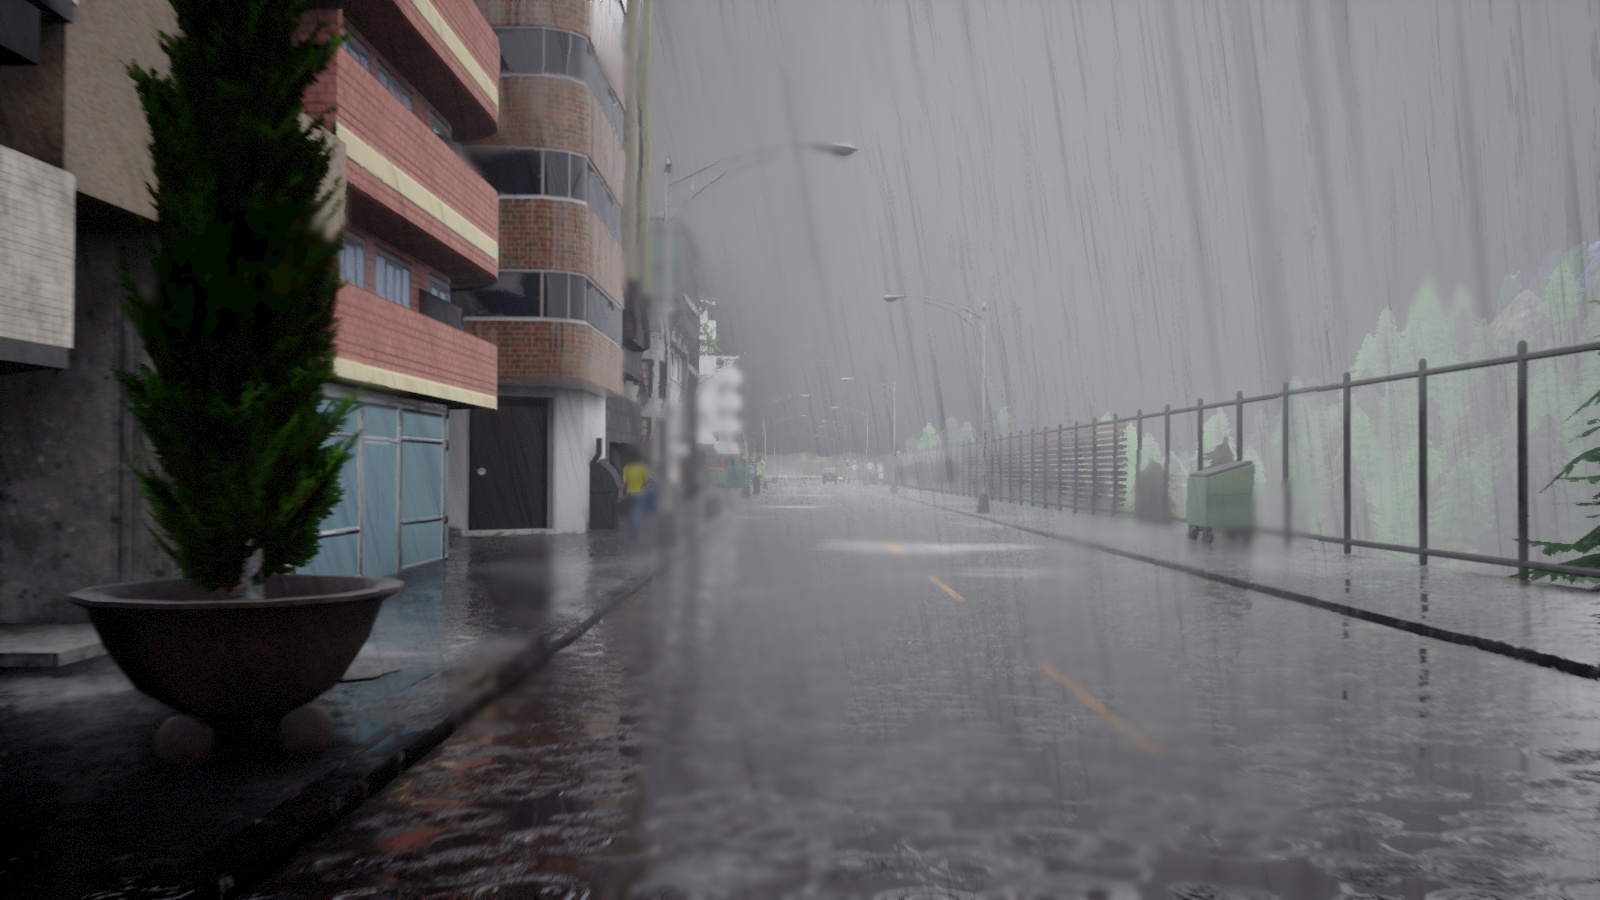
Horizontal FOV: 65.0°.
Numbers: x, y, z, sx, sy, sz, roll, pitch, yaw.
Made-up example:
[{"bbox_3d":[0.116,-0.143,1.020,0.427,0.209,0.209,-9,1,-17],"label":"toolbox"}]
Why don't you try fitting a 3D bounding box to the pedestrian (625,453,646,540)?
[{"bbox_3d":[-3.479,0.978,26.617,0.354,1.836,0.706,0,-1,0],"label":"pedestrian"}]
